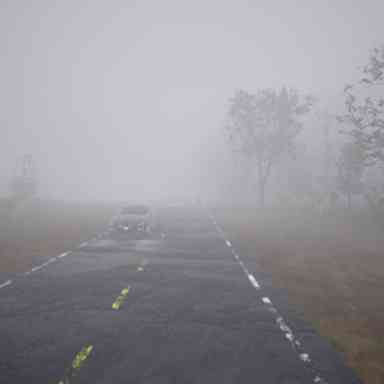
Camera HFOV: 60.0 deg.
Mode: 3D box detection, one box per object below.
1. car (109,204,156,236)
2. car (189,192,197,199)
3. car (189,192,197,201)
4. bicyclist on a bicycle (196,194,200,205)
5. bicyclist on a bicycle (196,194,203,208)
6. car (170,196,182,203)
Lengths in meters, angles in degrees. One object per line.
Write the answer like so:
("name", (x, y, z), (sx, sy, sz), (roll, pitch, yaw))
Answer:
("car", (-3.047, 1.413, 17.768), (1.837, 1.490, 4.892), (0, 0, 0))
("car", (0.248, 0.799, 81.765), (2.097, 1.767, 4.553), (0, 0, 0))
("car", (0.229, 1.176, 71.712), (1.812, 1.442, 4.674), (0, 0, 0))
("bicyclist on a bicycle", (0.977, 1.198, 51.904), (0.582, 1.620, 1.656), (-1, 0, 0))
("bicyclist on a bicycle", (0.978, 1.221, 43.678), (0.866, 1.612, 1.509), (-1, 0, 0))
("car", (-2.847, 1.308, 59.813), (1.895, 1.301, 4.718), (0, 0, 1))
